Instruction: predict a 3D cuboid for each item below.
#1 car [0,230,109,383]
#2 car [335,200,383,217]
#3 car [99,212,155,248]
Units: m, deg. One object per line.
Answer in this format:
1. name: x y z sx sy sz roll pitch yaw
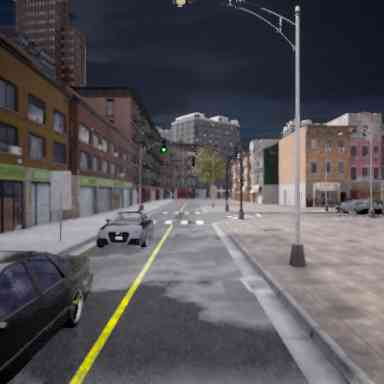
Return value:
1. car: -2.836 1.552 4.311 2.033 1.411 5.357 0 0 0
2. car: 15.255 1.449 29.499 4.902 1.511 2.128 0 0 1
3. car: -2.804 1.581 14.764 1.994 1.385 4.181 0 0 0
